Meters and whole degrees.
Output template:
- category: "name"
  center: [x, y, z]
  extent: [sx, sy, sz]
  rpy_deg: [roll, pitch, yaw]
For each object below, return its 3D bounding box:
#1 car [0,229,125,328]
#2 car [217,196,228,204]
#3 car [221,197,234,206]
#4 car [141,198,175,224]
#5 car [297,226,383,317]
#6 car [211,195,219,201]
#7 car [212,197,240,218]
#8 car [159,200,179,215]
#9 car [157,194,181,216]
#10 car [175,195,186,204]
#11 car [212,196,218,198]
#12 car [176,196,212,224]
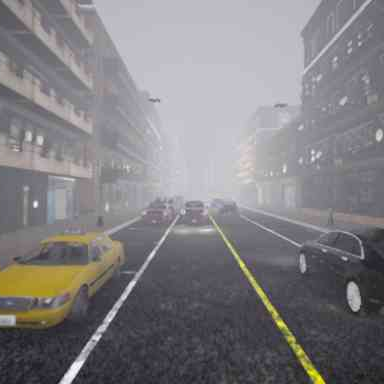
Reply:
- category: "car"
  center: [-2.648, 1.516, 7.157]
  extent: [1.752, 1.417, 4.829]
  rpy_deg: [1, 0, 0]
- category: "car"
  center: [6.224, 1.653, 69.256]
  extent: [1.887, 1.381, 4.507]
  rpy_deg: [1, 0, 0]
- category: "car"
  center: [6.136, 1.624, 58.154]
  extent: [1.752, 1.417, 4.829]
  rpy_deg: [1, 0, 0]
- category: "car"
  center: [-2.512, 1.450, 24.237]
  extent: [1.967, 1.590, 4.097]
  rpy_deg: [1, 0, 0]
- category: "car"
  center: [3.870, 1.540, 7.496]
  extent: [1.837, 1.490, 4.892]
  rpy_deg: [0, 0, 0]
- category: "car"
  center: [6.403, 1.678, 91.799]
  extent: [2.008, 1.369, 4.403]
  rpy_deg: [1, 0, 0]
- category: "car"
  center: [3.268, 1.547, 30.805]
  extent: [2.128, 1.511, 4.902]
  rpy_deg: [0, 0, 1]
- category: "car"
  center: [-2.425, 1.603, 35.509]
  extent: [1.802, 1.307, 4.206]
  rpy_deg: [1, 0, 0]
- category: "car"
  center: [-2.466, 1.331, 29.873]
  extent: [2.192, 1.841, 5.009]
  rpy_deg: [1, 0, 0]
- category: "car"
  center: [-2.200, 1.488, 63.689]
  extent: [1.967, 1.590, 4.097]
  rpy_deg: [1, 0, 0]
- category: "car"
  center: [3.347, 1.545, 43.730]
  extent: [1.882, 1.535, 5.008]
  rpy_deg: [0, 0, 1]
- category: "car"
  center: [0.182, 1.380, 24.825]
  extent: [2.097, 1.767, 4.553]
  rpy_deg: [0, 0, 0]
